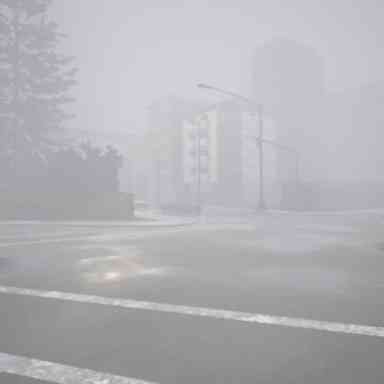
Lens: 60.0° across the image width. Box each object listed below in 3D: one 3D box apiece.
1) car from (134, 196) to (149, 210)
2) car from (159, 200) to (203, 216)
[{"bbox_3d":[-6.714,1.241,38.155,1.882,1.535,5.008,-1,1,-35],"label":"car"},{"bbox_3d":[-1.051,1.380,30.090,1.895,1.301,4.718,-1,1,-35],"label":"car"}]
